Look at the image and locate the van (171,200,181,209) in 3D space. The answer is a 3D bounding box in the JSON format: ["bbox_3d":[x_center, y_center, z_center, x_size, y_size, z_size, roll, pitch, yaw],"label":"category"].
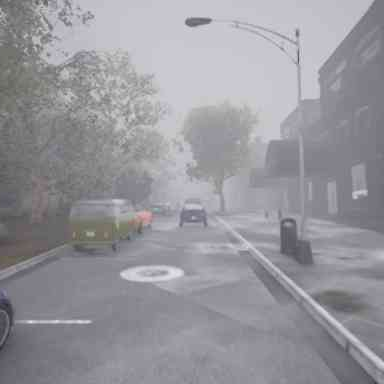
[{"bbox_3d":[-3.626,2.770,75.606,1.878,1.987,4.442,1,-1,2],"label":"van"}]

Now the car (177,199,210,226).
[{"bbox_3d":[0.100,1.555,24.279,1.882,1.535,5.008,0,0,0],"label":"car"}]

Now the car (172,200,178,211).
[{"bbox_3d":[-3.637,2.186,47.639,2.097,1.535,5.008,1,-2,2],"label":"car"}]

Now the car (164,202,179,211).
[{"bbox_3d":[-3.646,2.550,58.801,2.163,1.488,4.792,0,-1,2],"label":"car"}]

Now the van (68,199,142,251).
[{"bbox_3d":[-3.649,1.297,14.378,1.878,1.987,4.442,0,0,2],"label":"van"}]

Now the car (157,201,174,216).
[{"bbox_3d":[-3.635,1.883,36.534,2.163,1.488,4.792,1,-2,2],"label":"car"}]

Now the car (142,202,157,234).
[{"bbox_3d":[-3.654,1.413,19.800,2.185,1.767,4.553,0,0,2],"label":"car"}]

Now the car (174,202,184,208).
[{"bbox_3d":[-3.402,3.285,86.849,2.231,1.521,4.892,0,-1,2],"label":"car"}]

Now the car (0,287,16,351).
[{"bbox_3d":[-3.653,1.530,3.117,2.002,1.452,4.674,0,0,2],"label":"car"}]

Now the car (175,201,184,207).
[{"bbox_3d":[-3.401,3.292,92.560,2.185,1.767,4.553,-1,-1,2],"label":"car"}]
